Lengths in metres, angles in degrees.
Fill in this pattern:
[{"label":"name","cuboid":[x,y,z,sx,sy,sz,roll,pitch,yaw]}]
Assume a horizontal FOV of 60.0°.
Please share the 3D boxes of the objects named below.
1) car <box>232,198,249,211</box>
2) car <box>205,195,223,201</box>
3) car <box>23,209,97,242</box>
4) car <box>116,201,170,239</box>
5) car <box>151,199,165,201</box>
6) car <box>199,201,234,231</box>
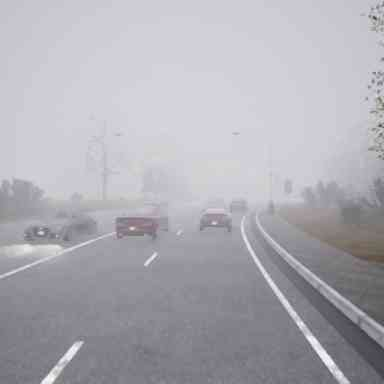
[{"label":"car","cuboid":[5.828,1.505,40.884,2.128,1.511,4.902,0,0,16]},{"label":"car","cuboid":[3.855,1.349,57.161,2.097,1.767,4.553,0,0,22]},{"label":"car","cuboid":[-6.203,1.547,16.096,1.994,1.385,4.181,0,0,6]},{"label":"car","cuboid":[-2.395,1.470,17.240,1.882,1.535,5.008,0,0,6]},{"label":"car","cuboid":[-4.574,1.574,43.462,1.895,1.301,4.718,0,0,16]},{"label":"car","cuboid":[1.525,1.528,20.478,1.812,1.442,4.674,0,0,7]}]
